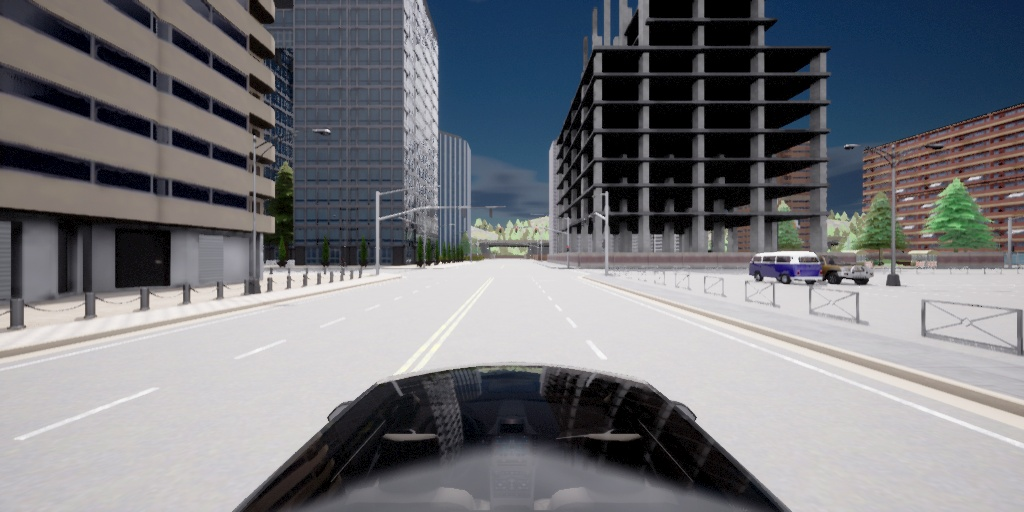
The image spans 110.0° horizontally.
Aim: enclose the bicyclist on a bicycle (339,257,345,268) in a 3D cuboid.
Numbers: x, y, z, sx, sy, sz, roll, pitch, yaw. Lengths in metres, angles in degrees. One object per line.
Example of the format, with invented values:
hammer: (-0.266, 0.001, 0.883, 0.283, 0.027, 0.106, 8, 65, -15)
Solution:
bicyclist on a bicycle: (-25.411, 0.968, 53.617, 0.582, 1.620, 1.656, 0, 0, 0)
